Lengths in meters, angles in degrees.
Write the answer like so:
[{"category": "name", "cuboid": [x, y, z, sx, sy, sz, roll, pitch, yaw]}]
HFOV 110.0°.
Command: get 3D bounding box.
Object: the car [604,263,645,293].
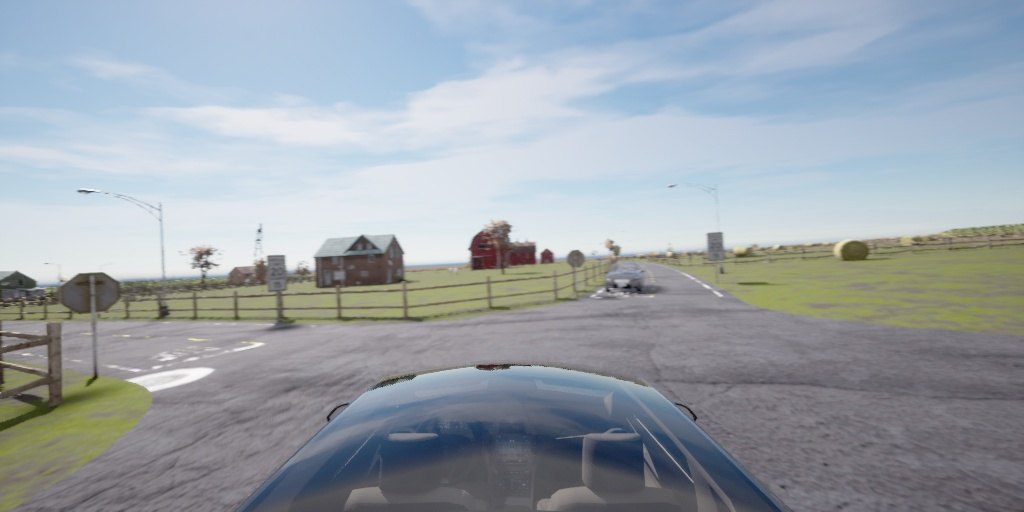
[{"category": "car", "cuboid": [6.345, 1.158, 20.072, 2.128, 1.511, 4.902, -3, -1, 22]}]
